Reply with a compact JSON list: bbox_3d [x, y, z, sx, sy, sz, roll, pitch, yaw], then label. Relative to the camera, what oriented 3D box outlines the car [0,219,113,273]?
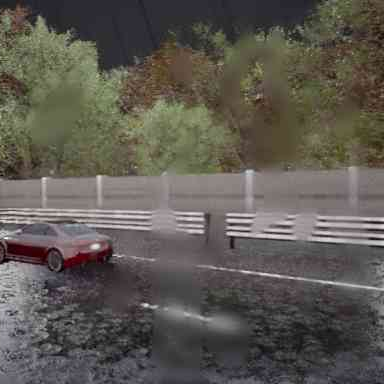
[{"bbox_3d":[-4.600,1.603,10.853,4.181,1.385,1.994,-1,0,30],"label":"car"}]
